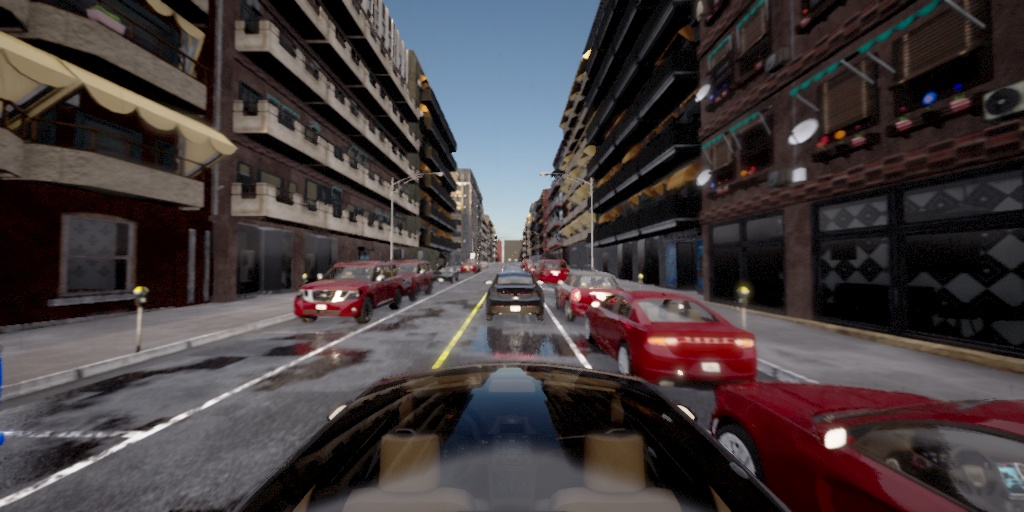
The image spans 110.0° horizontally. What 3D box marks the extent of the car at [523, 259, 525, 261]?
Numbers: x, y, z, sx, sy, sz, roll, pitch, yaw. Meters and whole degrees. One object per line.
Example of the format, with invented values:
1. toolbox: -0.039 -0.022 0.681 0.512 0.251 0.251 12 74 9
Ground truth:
1. car: 2.533 1.372 56.662 2.192 1.841 5.009 0 0 0

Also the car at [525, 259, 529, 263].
1. car: 2.533 1.352 34.538 1.967 1.591 4.097 0 0 0

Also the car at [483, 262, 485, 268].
1. car: -5.316 1.563 51.186 1.888 1.381 4.507 0 0 0

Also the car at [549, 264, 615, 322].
1. car: 2.575 1.238 12.414 1.967 1.591 4.097 0 0 0

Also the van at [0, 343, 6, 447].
1. van: -5.316 1.089 1.415 1.690 1.789 3.998 0 0 0

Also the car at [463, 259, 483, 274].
1. car: -5.315 1.295 45.655 2.192 1.841 5.009 0 0 0

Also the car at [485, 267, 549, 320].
1. car: 0.099 1.305 12.926 1.837 1.490 4.892 0 0 0

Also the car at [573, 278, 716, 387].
1. car: 2.567 1.318 6.883 1.888 1.381 4.507 0 0 0

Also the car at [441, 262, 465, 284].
1. car: -5.315 1.447 29.067 1.948 1.339 4.313 0 0 0

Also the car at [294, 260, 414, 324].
1. car: -5.315 1.112 12.475 2.192 1.841 5.009 0 0 0

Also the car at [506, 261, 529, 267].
1. car: 0.099 1.439 31.023 2.033 1.411 5.357 0 0 0

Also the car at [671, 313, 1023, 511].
1. car: 2.567 1.294 1.353 1.888 1.381 4.507 0 0 0

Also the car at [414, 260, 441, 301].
1. car: -5.315 1.139 18.005 2.192 1.841 5.009 0 0 0

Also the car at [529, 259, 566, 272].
1. car: 2.533 1.166 23.475 2.192 1.841 5.009 0 0 0
